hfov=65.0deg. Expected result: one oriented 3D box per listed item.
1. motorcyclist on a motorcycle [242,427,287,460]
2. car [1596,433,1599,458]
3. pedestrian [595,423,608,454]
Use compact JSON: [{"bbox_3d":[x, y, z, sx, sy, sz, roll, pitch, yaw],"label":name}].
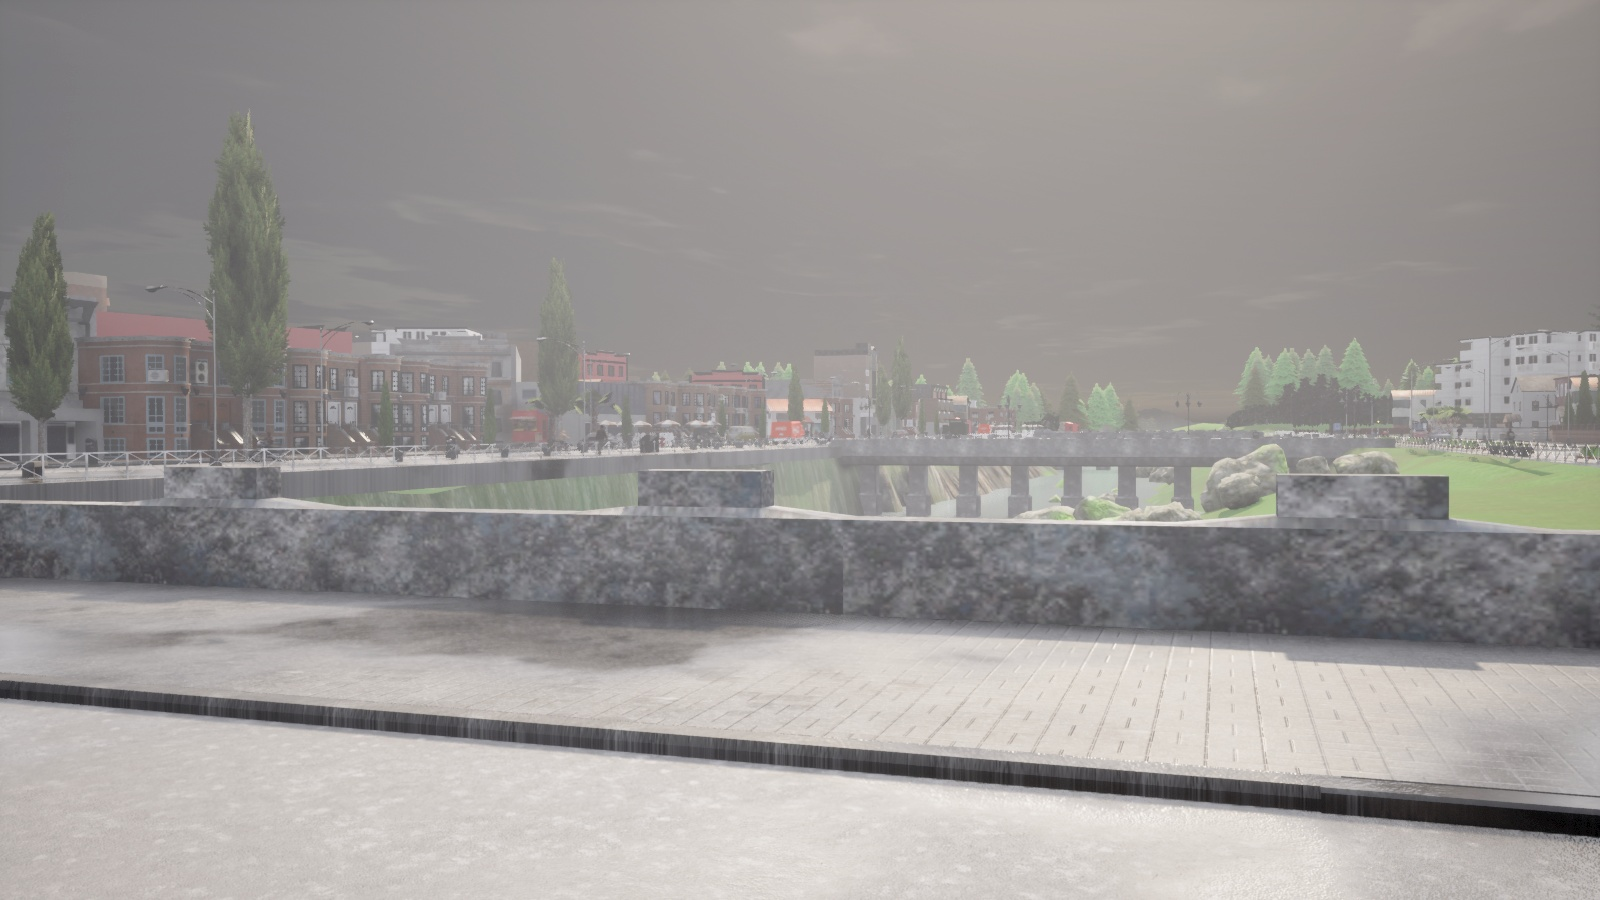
[{"bbox_3d":[-27.557,-0.363,64.708,0.766,1.649,2.350,1,1,19],"label":"motorcyclist on a motorcycle"},{"bbox_3d":[49.420,-0.251,75.075,1.801,1.575,5.366,1,1,19],"label":"car"},{"bbox_3d":[-11.577,-0.680,73.253,0.431,1.840,0.703,0,1,17],"label":"pedestrian"}]
